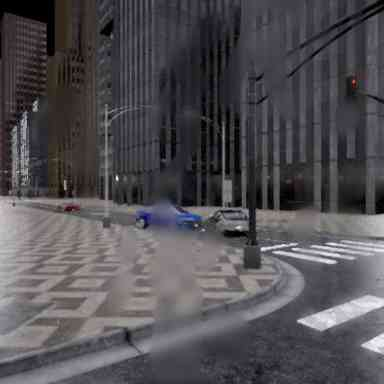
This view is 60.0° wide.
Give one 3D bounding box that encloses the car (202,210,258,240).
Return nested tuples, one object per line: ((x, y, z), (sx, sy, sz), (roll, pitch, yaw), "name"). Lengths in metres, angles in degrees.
((1.917, 1.608, 17.064), (1.994, 1.385, 4.181), (-1, -1, -6), "car")

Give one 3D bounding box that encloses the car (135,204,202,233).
((-1.466, 1.514, 20.104), (1.882, 1.535, 5.008), (0, 1, -43), "car")

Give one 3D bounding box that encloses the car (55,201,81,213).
((-14.294, 1.705, 38.348), (1.895, 1.301, 4.718), (0, 0, -35), "car")
